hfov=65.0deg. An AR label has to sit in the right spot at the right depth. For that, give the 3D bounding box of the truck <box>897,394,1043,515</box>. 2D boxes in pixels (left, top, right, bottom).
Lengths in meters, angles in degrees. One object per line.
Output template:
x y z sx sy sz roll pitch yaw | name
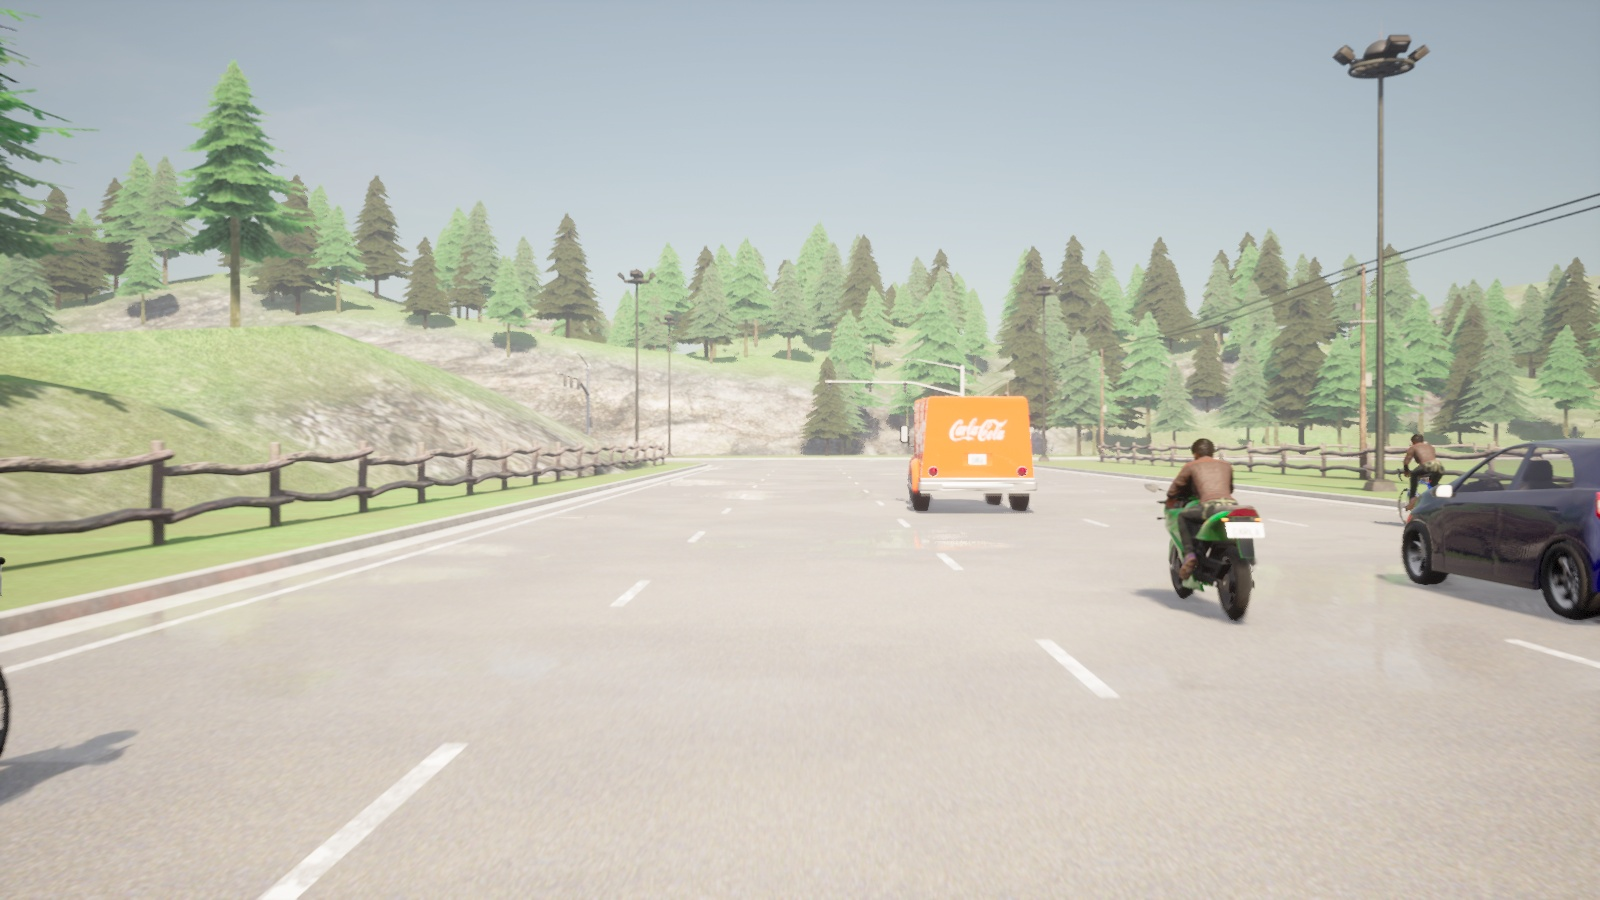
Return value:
3.675 0.073 28.307 2.627 2.467 5.204 0 0 0 | truck

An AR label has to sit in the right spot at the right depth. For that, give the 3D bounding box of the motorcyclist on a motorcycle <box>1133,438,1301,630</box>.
3.578 0.658 10.979 0.797 1.523 2.044 0 1 0 | motorcyclist on a motorcycle

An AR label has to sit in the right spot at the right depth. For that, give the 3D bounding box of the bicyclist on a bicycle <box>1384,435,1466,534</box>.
10.637 0.563 21.438 0.582 1.620 1.656 0 0 0 | bicyclist on a bicycle

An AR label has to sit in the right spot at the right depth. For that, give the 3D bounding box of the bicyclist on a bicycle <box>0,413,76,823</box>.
-3.458 0.665 4.661 0.582 1.620 1.656 0 0 0 | bicyclist on a bicycle

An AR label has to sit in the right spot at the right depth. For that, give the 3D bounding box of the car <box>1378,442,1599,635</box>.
7.082 0.685 11.583 1.845 1.501 3.633 0 0 0 | car
